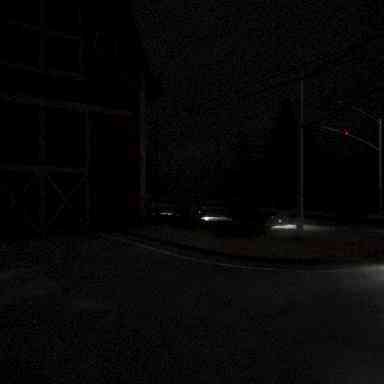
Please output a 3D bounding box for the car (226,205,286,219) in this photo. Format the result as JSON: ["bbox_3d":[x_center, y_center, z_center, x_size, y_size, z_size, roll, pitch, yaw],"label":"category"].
[{"bbox_3d":[4.857,1.722,26.208,2.033,1.411,5.357,0,0,-34],"label":"car"}]

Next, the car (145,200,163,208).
[{"bbox_3d":[-5.352,1.869,41.081,1.895,1.301,4.718,0,0,-34],"label":"car"}]

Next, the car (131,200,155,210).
[{"bbox_3d":[-7.439,1.888,50.651,1.994,1.385,4.181,0,0,-34],"label":"car"}]

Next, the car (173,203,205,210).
[{"bbox_3d":[-0.365,1.787,33.819,1.994,1.385,4.181,0,0,-34],"label":"car"}]
